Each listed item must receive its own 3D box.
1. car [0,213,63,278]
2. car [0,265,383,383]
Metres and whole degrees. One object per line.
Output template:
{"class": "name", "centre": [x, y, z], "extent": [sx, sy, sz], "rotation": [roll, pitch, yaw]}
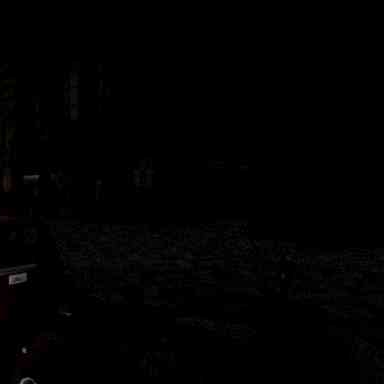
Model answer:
{"class": "car", "centre": [-4.415, 1.311, 6.109], "extent": [5.009, 1.841, 2.192], "rotation": [0, 0, 35]}
{"class": "car", "centre": [0.153, 1.581, 2.854], "extent": [4.206, 1.307, 1.802], "rotation": [0, 0, 35]}
